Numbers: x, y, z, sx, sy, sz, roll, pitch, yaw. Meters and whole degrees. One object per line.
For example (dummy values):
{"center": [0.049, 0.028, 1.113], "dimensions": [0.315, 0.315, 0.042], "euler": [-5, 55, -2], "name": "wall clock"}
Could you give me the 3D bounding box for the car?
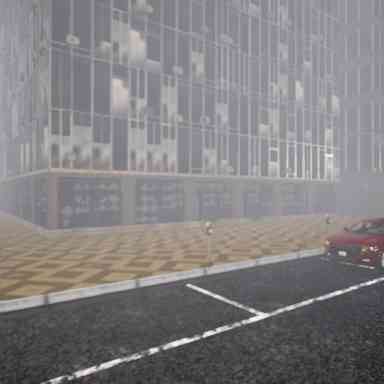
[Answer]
{"center": [6.216, 1.548, 10.979], "dimensions": [4.507, 1.381, 1.887], "euler": [0, 0, -35], "name": "car"}
